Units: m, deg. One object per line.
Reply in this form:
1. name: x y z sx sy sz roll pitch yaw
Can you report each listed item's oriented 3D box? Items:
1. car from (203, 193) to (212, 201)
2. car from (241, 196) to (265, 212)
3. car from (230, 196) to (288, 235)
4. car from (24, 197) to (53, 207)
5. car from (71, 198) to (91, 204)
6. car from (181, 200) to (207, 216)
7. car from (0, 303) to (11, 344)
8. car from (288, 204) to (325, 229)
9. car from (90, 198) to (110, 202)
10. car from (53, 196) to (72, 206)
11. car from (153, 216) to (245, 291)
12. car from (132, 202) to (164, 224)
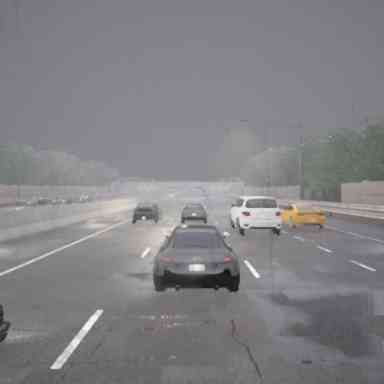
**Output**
1. car: 4.241 1.653 87.299 1.895 1.301 4.718 0 1 1
2. car: 7.252 1.416 40.214 2.097 1.767 4.553 0 0 0
3. car: 3.530 1.256 19.134 2.150 2.045 5.566 0 0 0
4. car: -24.299 1.560 52.027 2.128 1.511 4.902 0 0 1
5. car: -17.280 1.672 53.768 1.895 1.301 4.718 0 0 1
6. car: 0.162 1.609 26.144 1.994 1.385 4.181 0 0 0
7. car: -3.400 1.550 2.071 2.033 1.411 5.357 0 0 0
8. car: 7.143 1.518 22.154 1.882 1.535 5.008 0 0 0
9. car: -13.807 1.671 52.007 1.895 1.301 4.718 0 0 1
10. car: -20.778 1.423 53.895 2.097 1.767 4.553 0 0 1
11. car: 0.107 1.579 9.061 1.994 1.385 4.181 0 0 0
12. car: -3.342 1.548 25.483 1.837 1.490 4.892 0 0 0
